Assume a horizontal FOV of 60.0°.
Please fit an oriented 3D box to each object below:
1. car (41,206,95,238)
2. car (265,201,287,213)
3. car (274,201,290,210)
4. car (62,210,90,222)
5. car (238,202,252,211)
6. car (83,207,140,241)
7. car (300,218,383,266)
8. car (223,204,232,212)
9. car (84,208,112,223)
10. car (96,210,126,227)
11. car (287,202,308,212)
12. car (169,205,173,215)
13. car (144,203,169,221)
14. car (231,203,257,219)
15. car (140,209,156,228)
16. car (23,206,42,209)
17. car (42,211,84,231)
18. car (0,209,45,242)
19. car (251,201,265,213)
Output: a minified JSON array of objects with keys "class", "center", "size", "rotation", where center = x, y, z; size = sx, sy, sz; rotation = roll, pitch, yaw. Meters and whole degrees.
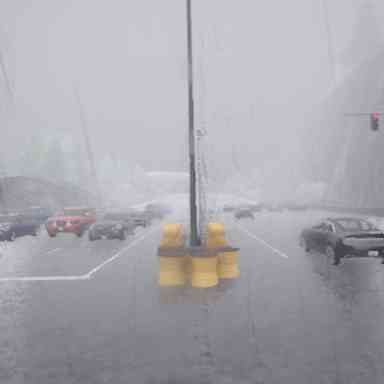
[{"class":"car","center":[-8.441,2.095,24.287],"size":[2.150,2.045,5.566],"rotation":[-1,-1,1]},{"class":"car","center":[13.314,2.495,53.289],"size":[1.812,1.442,4.674],"rotation":[-1,-1,1]},{"class":"car","center":[17.040,2.510,63.215],"size":[1.837,1.490,4.892],"rotation":[-1,-1,1]},{"class":"car","center":[-15.003,3.050,43.208],"size":[1.895,1.301,4.718],"rotation":[-1,-1,1]},{"class":"car","center":[10.045,2.735,63.372],"size":[1.994,1.385,4.181],"rotation":[-1,-1,1]},{"class":"car","center":[-4.988,2.073,21.301],"size":[2.097,1.767,4.553],"rotation":[-1,-1,1]},{"class":"car","center":[5.605,1.746,12.638],"size":[2.128,1.511,4.902],"rotation":[-1,-2,1]},{"class":"car","center":[6.487,2.799,58.662],"size":[1.895,1.301,4.718],"rotation":[-1,-1,2]},{"class":"car","center":[-11.554,2.812,41.226],"size":[1.882,1.535,5.008],"rotation":[-1,-1,1]},{"class":"car","center":[-8.218,2.636,34.028],"size":[1.812,1.442,4.674],"rotation":[-1,-1,1]},{"class":"car","center":[16.802,2.360,52.800],"size":[1.882,1.535,5.008],"rotation":[-1,-1,1]},{"class":"car","center":[-4.221,2.851,53.567],"size":[1.882,1.535,5.008],"rotation":[-1,-1,2]},{"class":"car","center":[-4.561,2.391,40.930],"size":[2.150,2.045,5.566],"rotation":[-1,-1,1]},{"class":"car","center":[6.094,2.420,39.254],"size":[1.812,1.442,4.674],"rotation":[-1,-1,1]},{"class":"car","center":[-4.807,2.543,30.284],"size":[1.895,1.301,4.718],"rotation":[-1,-1,1]},{"class":"car","center":[-15.280,2.446,32.110],"size":[2.150,2.045,5.566],"rotation":[-1,-1,1]},{"class":"car","center":[-11.800,2.617,30.773],"size":[1.837,1.490,4.892],"rotation":[-1,-1,1]},{"class":"car","center":[-11.977,2.246,21.929],"size":[2.097,1.767,4.553],"rotation":[-1,-1,1]},{"class":"car","center":[9.806,2.522,52.952],"size":[1.882,1.535,5.008],"rotation":[-1,-1,1]}]
